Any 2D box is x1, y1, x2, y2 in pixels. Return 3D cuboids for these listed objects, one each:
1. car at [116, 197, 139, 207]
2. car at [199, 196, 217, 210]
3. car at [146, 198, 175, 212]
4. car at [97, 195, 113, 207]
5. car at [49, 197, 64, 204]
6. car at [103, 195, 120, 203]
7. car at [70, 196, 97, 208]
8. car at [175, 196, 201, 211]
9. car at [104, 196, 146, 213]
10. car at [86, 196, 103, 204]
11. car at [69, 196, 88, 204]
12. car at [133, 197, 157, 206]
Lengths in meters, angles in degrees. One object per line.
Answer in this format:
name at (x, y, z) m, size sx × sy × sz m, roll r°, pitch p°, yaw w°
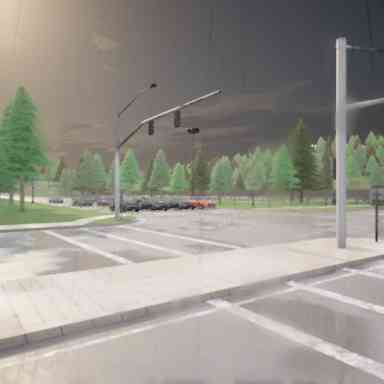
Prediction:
car at (-10.395, 1.512, 53.145) m, size 1.812 × 1.442 × 4.674 m, roll 0°, pitch 0°, yaw -35°
car at (1.166, 1.337, 42.745) m, size 2.097 × 1.767 × 4.553 m, roll 0°, pitch 0°, yaw -35°
car at (-4.585, 1.536, 38.751) m, size 2.033 × 1.411 × 5.357 m, roll 0°, pitch 0°, yaw -35°
car at (-13.051, 1.551, 50.833) m, size 1.994 × 1.385 × 4.181 m, roll 0°, pitch 0°, yaw -35°
car at (-25.578, 1.595, 62.743) m, size 1.895 × 1.301 × 4.718 m, roll 0°, pitch 0°, yaw -35°
car at (-16.582, 1.457, 68.216) m, size 1.837 × 1.490 × 4.892 m, roll 0°, pitch 0°, yaw -35°
car at (-16.332, 1.538, 49.410) m, size 2.033 × 1.411 × 5.357 m, roll 0°, pitch 0°, yaw -35°
car at (-1.656, 1.534, 40.671) m, size 2.033 × 1.411 × 5.357 m, roll 0°, pitch 0°, yaw -35°
car at (-7.529, 1.538, 36.855) m, size 2.033 × 1.411 × 5.357 m, roll 0°, pitch 0°, yaw -35°
car at (-19.328, 1.525, 66.025) m, size 1.994 × 1.385 × 4.181 m, roll 0°, pitch 0°, yaw -35°
car at (-21.577, 1.536, 63.113) m, size 2.033 × 1.411 × 5.357 m, roll 0°, pitch 0°, yaw -34°
car at (-7.922, 1.585, 55.720) m, size 1.895 × 1.301 × 4.718 m, roll 0°, pitch 0°, yaw -35°
